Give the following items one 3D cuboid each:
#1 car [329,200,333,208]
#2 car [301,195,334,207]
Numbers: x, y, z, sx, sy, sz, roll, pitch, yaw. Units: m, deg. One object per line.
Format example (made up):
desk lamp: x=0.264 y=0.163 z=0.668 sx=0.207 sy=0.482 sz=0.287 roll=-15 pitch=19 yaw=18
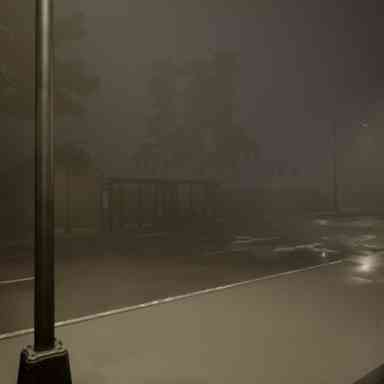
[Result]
car: x=18.169 y=1.476 z=48.684 sx=1.882 sy=1.535 sz=5.008 roll=0 pitch=0 yaw=-36
car: x=19.745 y=1.350 z=52.500 sx=2.097 sy=1.767 sz=4.553 roll=0 pitch=0 yaw=-36
